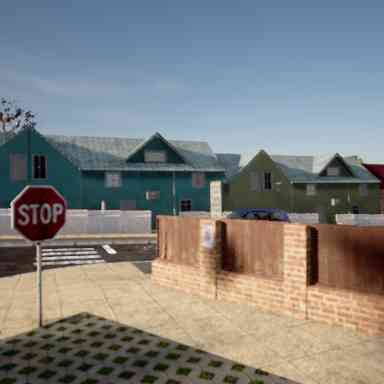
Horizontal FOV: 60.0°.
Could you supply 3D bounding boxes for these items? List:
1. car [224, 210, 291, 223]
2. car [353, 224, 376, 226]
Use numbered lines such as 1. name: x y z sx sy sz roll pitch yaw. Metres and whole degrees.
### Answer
1. car: 3.212 2.043 19.284 5.566 2.045 2.150 2 -2 -22
2. car: 10.169 2.533 18.993 5.357 1.411 2.033 2 -2 -22
